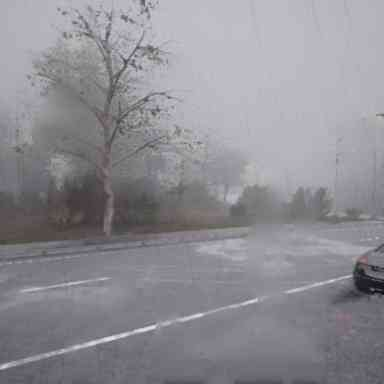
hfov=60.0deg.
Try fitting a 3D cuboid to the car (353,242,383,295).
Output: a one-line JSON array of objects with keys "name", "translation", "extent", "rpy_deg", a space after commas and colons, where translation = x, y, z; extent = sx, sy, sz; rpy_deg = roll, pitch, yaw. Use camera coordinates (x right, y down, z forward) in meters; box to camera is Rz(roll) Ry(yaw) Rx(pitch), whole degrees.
[{"name": "car", "translation": [5.626, 1.622, 7.759], "extent": [4.181, 1.385, 1.994], "rpy_deg": [0, 0, -35]}]
